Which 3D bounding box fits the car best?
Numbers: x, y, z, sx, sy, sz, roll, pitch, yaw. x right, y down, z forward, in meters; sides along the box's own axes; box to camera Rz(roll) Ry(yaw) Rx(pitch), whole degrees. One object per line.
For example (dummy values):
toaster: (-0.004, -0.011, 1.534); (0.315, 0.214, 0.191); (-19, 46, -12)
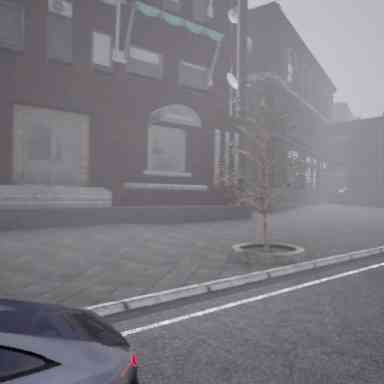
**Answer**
car: (-2.431, 1.567, 2.257); (4.181, 1.385, 1.994); (0, 0, -35)
